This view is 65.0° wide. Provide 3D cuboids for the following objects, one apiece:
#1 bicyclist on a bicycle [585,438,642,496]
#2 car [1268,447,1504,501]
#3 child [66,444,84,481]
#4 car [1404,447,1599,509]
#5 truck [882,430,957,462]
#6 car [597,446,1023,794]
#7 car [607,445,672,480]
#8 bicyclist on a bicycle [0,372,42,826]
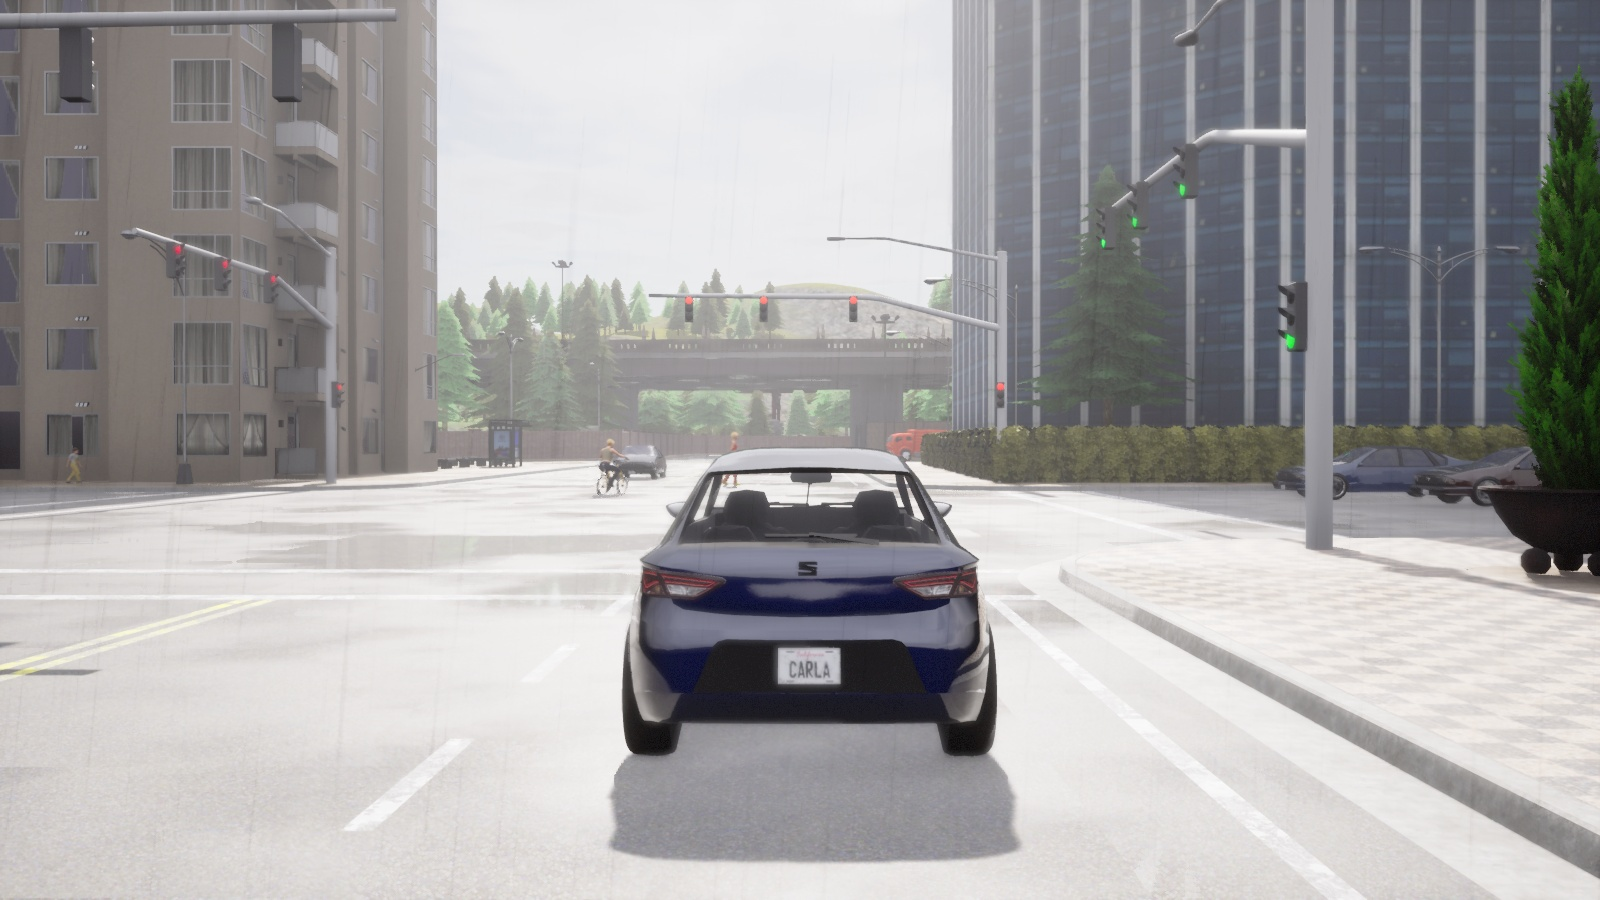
[{"bbox_3d":[-5.271,0.478,35.588,0.866,1.612,1.509,-1,0,26],"label":"bicyclist on a bicycle"},{"bbox_3d":[15.528,0.617,33.483,5.357,1.411,2.033,0,0,0],"label":"car"},{"bbox_3d":[-24.578,0.425,42.556,0.437,1.263,0.270,0,0,1],"label":"child"},{"bbox_3d":[17.599,0.639,29.991,5.357,1.411,2.033,0,0,0],"label":"car"},{"bbox_3d":[9.213,-0.335,97.000,5.204,2.467,2.627,0,1,-11],"label":"truck"},{"bbox_3d":[0.054,0.718,7.450,1.816,1.474,4.193,0,0,0],"label":"car"},{"bbox_3d":[-6.708,0.490,52.943,2.033,1.411,5.357,0,0,0],"label":"car"},{"bbox_3d":[-3.463,0.590,4.253,0.659,1.776,1.843,0,1,0],"label":"bicyclist on a bicycle"}]
